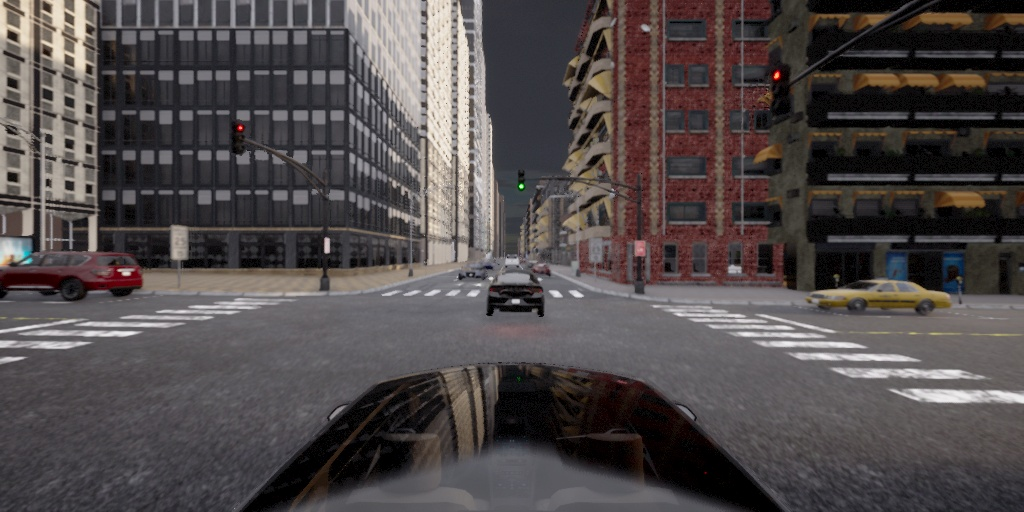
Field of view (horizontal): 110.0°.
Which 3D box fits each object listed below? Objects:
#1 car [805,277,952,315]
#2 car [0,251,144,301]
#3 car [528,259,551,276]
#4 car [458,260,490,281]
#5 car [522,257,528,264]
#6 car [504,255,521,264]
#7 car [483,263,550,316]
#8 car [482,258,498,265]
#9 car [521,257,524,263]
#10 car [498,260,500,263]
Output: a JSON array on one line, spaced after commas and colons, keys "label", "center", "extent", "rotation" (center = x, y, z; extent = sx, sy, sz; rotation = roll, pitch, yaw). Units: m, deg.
[{"label": "car", "center": [14.633, 1.546, 14.475], "extent": [4.829, 1.417, 1.751], "rotation": [0, 0, 0]}, {"label": "car", "center": [-17.707, 0.736, 14.198], "extent": [5.009, 1.841, 2.192], "rotation": [0, 0, 0]}, {"label": "car", "center": [2.748, 1.238, 34.174], "extent": [1.802, 1.307, 4.207], "rotation": [0, 0, 0]}, {"label": "car", "center": [-3.091, 1.234, 28.894], "extent": [1.994, 1.385, 4.181], "rotation": [0, 0, 0]}, {"label": "car", "center": [2.701, 1.173, 47.091], "extent": [2.007, 1.370, 4.403], "rotation": [0, 0, 0]}, {"label": "car", "center": [0.013, 0.821, 55.968], "extent": [2.150, 2.045, 5.566], "rotation": [0, 0, 0]}, {"label": "car", "center": [0.124, 1.229, 13.415], "extent": [1.882, 1.535, 5.008], "rotation": [1, 0, 0]}, {"label": "car", "center": [-3.078, 1.230, 44.288], "extent": [1.895, 1.301, 4.718], "rotation": [0, 0, 0]}, {"label": "car", "center": [2.703, 1.158, 52.739], "extent": [2.007, 1.370, 4.403], "rotation": [0, 0, 0]}, {"label": "car", "center": [-2.987, 1.059, 60.941], "extent": [1.994, 1.385, 4.181], "rotation": [0, 0, 0]}]
